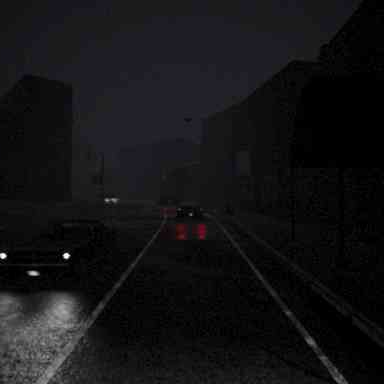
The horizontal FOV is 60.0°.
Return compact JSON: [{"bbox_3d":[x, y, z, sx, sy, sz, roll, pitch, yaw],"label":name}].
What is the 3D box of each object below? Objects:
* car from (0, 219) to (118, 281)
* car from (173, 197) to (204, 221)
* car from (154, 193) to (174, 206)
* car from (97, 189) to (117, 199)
[{"bbox_3d":[-3.608,1.517,9.767,1.895,1.301,4.718,0,1,0],"label":"car"},{"bbox_3d":[-0.221,1.239,23.932,1.812,1.442,4.674,0,1,-4],"label":"car"},{"bbox_3d":[-3.343,0.834,40.668,2.128,1.511,4.902,1,1,-18],"label":"car"},{"bbox_3d":[-13.256,0.303,52.067,1.994,1.385,4.181,2,1,-36],"label":"car"}]
